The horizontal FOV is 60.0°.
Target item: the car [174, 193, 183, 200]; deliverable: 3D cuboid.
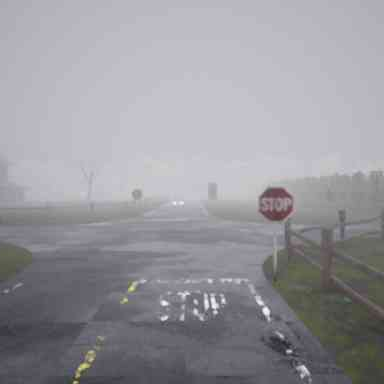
[{"bbox_3d":[-2.784,0.953,68.887,1.895,1.301,4.718,0,0,0],"label":"car"}]
